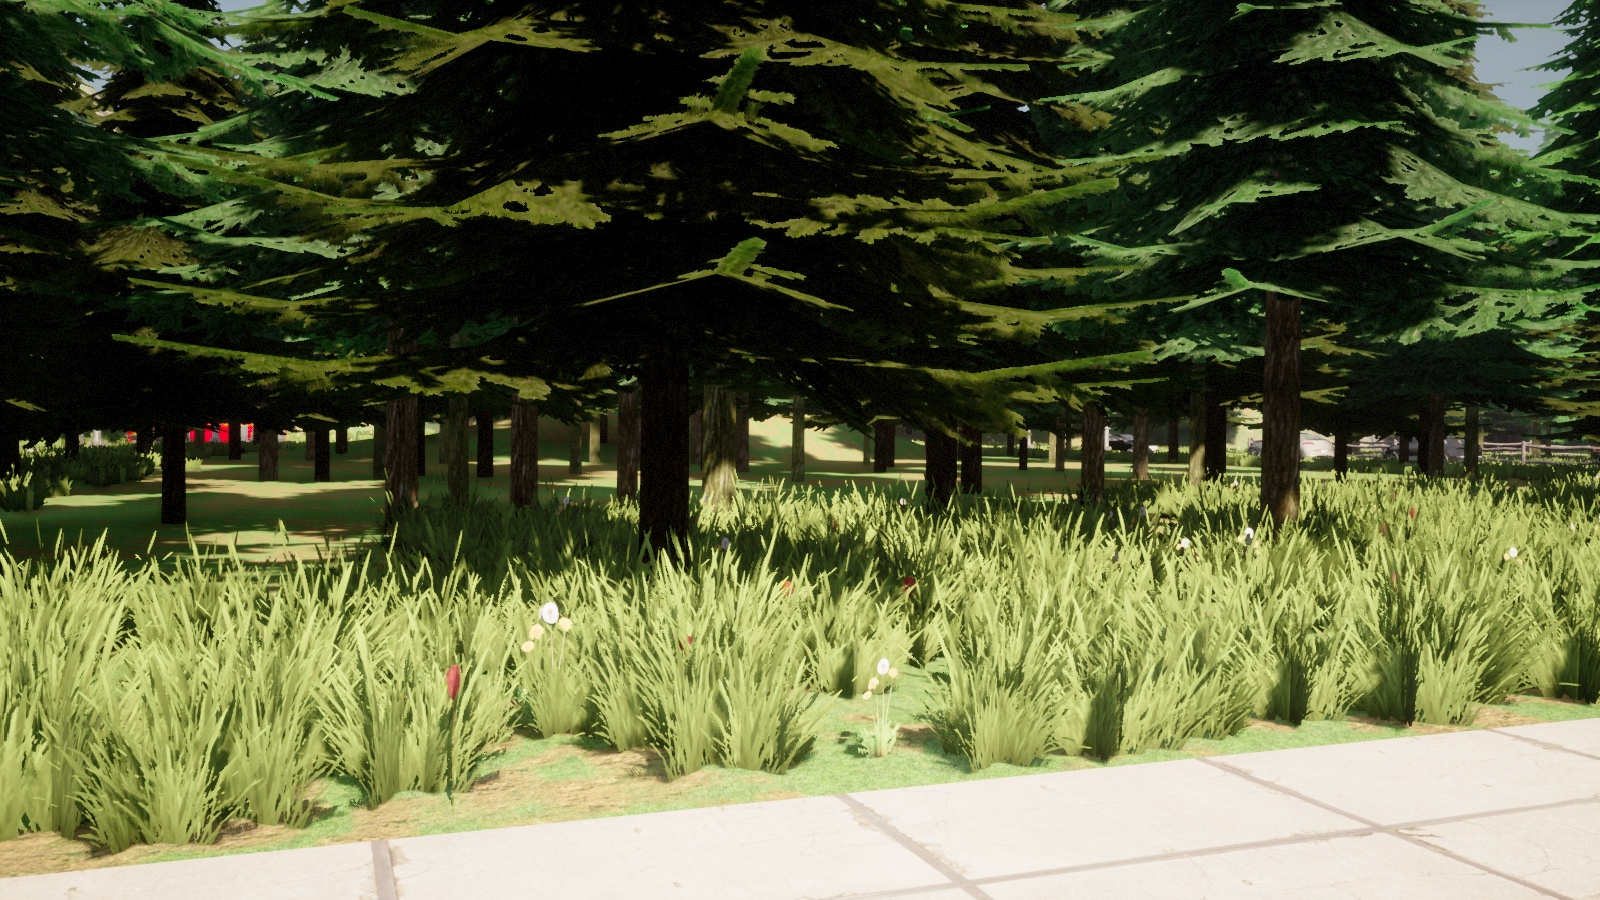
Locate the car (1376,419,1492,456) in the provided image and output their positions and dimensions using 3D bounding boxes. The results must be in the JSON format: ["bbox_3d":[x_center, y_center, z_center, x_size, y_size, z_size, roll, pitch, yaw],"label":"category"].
[{"bbox_3d":[29.944,-0.590,59.509,2.033,1.649,4.856,-1,1,-20],"label":"car"}]

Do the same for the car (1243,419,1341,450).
[{"bbox_3d":[26.747,-0.852,68.436,2.152,1.651,5.027,-1,1,-20],"label":"car"}]

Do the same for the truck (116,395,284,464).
[{"bbox_3d":[-35.251,-1.220,74.162,2.891,3.827,8.468,0,1,38],"label":"truck"}]

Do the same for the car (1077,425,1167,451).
[{"bbox_3d":[19.275,-0.706,75.325,2.128,1.511,4.902,-1,1,-38],"label":"car"}]
